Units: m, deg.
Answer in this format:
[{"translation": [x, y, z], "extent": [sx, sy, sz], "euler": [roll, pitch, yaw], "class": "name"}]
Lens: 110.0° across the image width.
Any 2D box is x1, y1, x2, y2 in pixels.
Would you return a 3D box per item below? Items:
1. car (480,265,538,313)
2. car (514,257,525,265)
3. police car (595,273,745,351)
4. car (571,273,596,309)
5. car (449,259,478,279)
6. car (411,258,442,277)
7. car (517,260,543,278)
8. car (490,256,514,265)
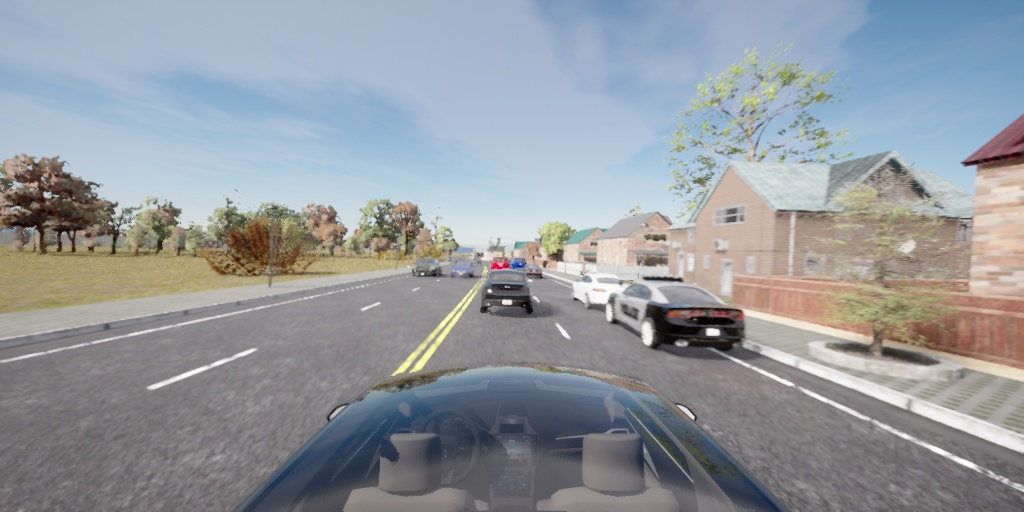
[{"translation": [-0.228, 1.289, 14.302], "extent": [1.837, 1.490, 4.892], "euler": [2, 0, -2], "class": "car"}, {"translation": [0.948, 1.197, 54.041], "extent": [2.150, 2.045, 5.566], "euler": [2, 0, -4], "class": "car"}, {"translation": [4.024, 1.348, 9.868], "extent": [1.930, 1.638, 5.238], "euler": [2, 0, -1], "class": "police car"}, {"translation": [3.859, 1.463, 15.795], "extent": [1.812, 1.442, 4.674], "euler": [2, 0, -2], "class": "car"}, {"translation": [-4.382, 1.230, 32.463], "extent": [1.812, 1.442, 4.674], "euler": [2, 0, -3], "class": "car"}, {"translation": [-7.626, 0.941, 32.472], "extent": [2.097, 1.767, 4.553], "euler": [2, 0, -3], "class": "car"}, {"translation": [2.012, 1.496, 37.031], "extent": [2.033, 1.411, 5.357], "euler": [2, 0, -3], "class": "car"}, {"translation": [-1.361, 1.065, 40.807], "extent": [2.150, 2.045, 5.566], "euler": [2, 0, -3], "class": "car"}]
